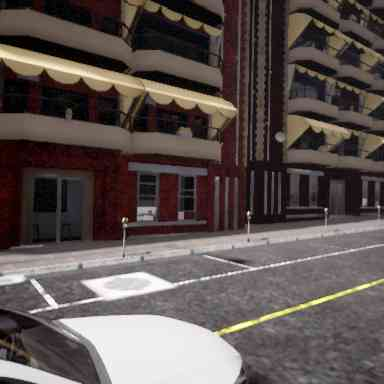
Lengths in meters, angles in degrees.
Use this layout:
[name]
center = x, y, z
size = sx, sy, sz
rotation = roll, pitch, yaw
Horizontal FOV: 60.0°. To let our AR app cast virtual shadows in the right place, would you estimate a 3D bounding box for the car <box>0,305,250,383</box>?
[car]
center = -1.631, 1.519, 2.116
size = 4.674, 1.442, 1.812
rotation = 0, 0, -36
